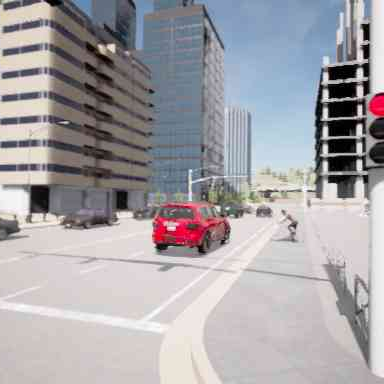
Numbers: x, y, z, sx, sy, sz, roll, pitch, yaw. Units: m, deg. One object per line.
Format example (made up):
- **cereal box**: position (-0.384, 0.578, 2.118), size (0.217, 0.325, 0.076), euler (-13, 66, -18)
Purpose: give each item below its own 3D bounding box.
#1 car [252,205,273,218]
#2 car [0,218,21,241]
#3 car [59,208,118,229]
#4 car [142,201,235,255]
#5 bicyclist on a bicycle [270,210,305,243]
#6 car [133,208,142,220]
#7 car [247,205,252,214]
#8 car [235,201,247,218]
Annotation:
- **car**: position (9.381, 2.485, 43.090), size (1.837, 1.490, 4.892), euler (0, -1, 18)
- **car**: position (-10.749, 1.722, 15.716), size (2.033, 1.411, 5.357), euler (0, -1, 18)
- **car**: position (-7.636, 1.952, 25.308), size (2.033, 1.411, 5.357), euler (0, -1, 18)
- **car**: position (0.136, 1.530, 15.172), size (2.150, 2.045, 5.566), euler (0, -1, 20)
- **bicyclist on a bicycle**: position (4.697, 1.695, 16.382), size (1.656, 1.620, 0.582), euler (0, -1, 18)
- **car**: position (-4.502, 2.198, 34.893), size (1.994, 1.385, 4.181), euler (0, -1, 19)
- **car**: position (8.280, 2.668, 51.038), size (2.033, 1.411, 5.357), euler (0, -1, 18)
- **car**: position (4.846, 2.091, 40.445), size (2.150, 2.045, 5.566), euler (0, -1, 18)
